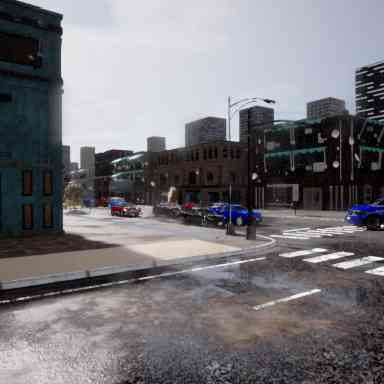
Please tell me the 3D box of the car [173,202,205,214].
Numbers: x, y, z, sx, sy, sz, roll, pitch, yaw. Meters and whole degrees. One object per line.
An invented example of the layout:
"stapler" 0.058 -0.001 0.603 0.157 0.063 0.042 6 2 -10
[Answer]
"car" -0.430 1.903 40.799 1.802 1.307 4.206 -2 0 -35

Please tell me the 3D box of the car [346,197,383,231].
"car" 12.520 1.239 20.420 5.566 2.045 2.150 -1 1 5

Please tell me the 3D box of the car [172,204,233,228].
"car" 0.682 1.814 24.561 1.947 1.339 4.313 -2 0 -35

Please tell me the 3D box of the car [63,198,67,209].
"car" -23.196 2.232 58.360 1.752 1.417 4.829 -1 0 -35

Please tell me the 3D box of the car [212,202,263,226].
"car" 3.209 1.692 25.697 1.882 1.535 5.008 -1 0 -36

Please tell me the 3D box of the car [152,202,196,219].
"car" -2.189 1.813 33.295 2.128 1.511 4.902 -1 0 -35

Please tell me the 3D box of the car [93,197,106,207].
"car" -16.470 1.939 63.355 2.192 1.841 5.009 -1 0 -35

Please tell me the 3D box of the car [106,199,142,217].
"car" -7.262 1.846 35.941 1.967 1.590 4.097 -1 0 -35

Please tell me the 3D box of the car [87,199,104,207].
"car" -19.672 2.227 67.867 1.887 1.381 4.507 -1 0 -35

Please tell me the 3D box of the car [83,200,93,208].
"car" -19.522 2.194 63.217 1.812 1.442 4.674 -1 0 -35

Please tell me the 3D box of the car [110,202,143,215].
"car" -8.319 1.989 41.929 2.033 1.411 5.357 -1 0 -35

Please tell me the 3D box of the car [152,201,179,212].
"car" -3.636 1.966 45.310 1.802 1.307 4.206 -2 0 -35

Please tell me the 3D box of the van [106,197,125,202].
"van" -13.263 1.907 58.844 1.690 1.788 3.998 -1 0 -35
